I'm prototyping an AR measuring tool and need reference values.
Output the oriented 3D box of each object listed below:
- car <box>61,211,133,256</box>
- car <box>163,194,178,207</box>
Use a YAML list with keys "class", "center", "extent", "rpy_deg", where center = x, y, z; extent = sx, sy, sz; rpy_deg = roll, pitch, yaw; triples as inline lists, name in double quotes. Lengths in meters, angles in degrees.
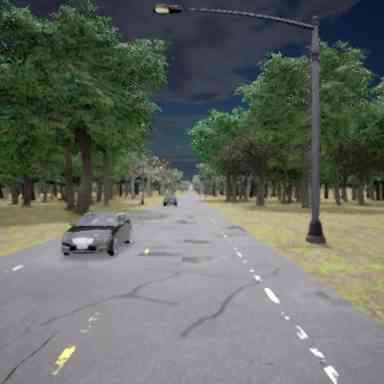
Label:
- class: "car"
  center: [-3.606, 1.539, 13.367]
  extent: [2.128, 1.511, 4.902]
  rpy_deg: [0, 0, 0]
- class: "car"
  center: [-3.573, 1.369, 55.157]
  extent: [2.150, 2.045, 5.566]
  rpy_deg: [0, 0, 1]
